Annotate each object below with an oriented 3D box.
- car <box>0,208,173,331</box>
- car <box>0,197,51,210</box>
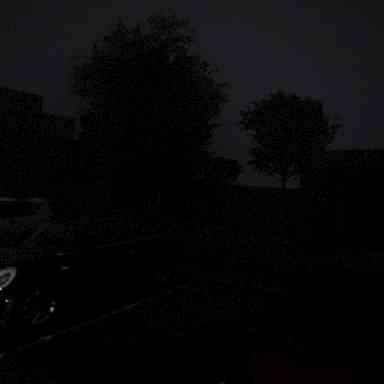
[{"bbox_3d":[-2.454,1.331,7.076,2.185,1.767,4.553,0,0,36],"label":"car"},{"bbox_3d":[-6.933,1.183,10.202,2.435,2.045,5.566,0,0,36],"label":"car"}]
